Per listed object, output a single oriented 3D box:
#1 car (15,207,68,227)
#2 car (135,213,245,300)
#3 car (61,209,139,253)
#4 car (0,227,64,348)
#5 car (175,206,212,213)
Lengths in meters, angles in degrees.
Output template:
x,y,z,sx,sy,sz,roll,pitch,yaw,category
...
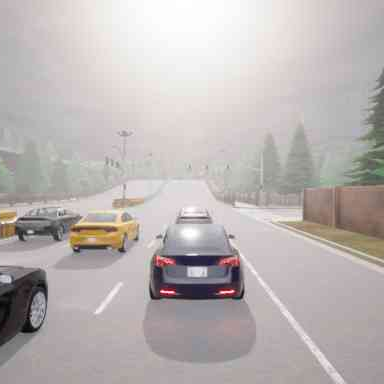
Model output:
x,y,z,sx,sy,sz,roll,pitch,yaw,category
-6.905,1.491,16.624,2.128,1.511,4.902,0,0,0,car
0.098,1.503,8.423,2.163,1.488,4.792,0,0,0,car
-3.404,1.478,13.777,1.882,1.535,5.008,0,0,0,car
-3.400,1.478,3.760,1.882,1.535,5.008,0,0,0,car
0.093,1.491,17.514,2.128,1.511,4.902,0,0,0,car
